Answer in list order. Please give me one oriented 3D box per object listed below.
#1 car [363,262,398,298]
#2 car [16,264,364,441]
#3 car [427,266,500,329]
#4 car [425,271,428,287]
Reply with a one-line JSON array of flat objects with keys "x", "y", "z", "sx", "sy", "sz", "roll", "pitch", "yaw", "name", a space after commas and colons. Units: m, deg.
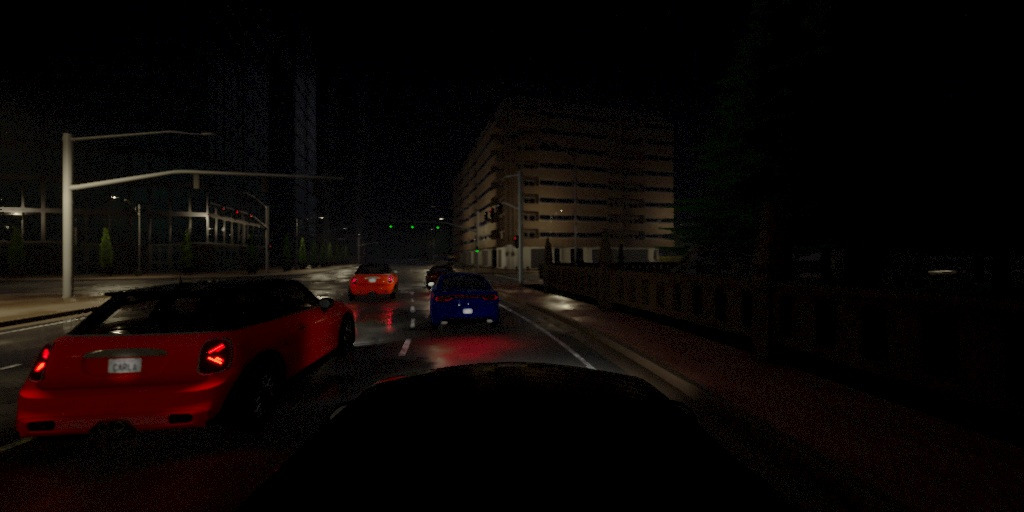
[{"x": -7.080, "y": 1.163, "z": 18.637, "sx": 2.097, "sy": 1.767, "sz": 4.553, "roll": 0, "pitch": 0, "yaw": -17, "name": "car"}, {"x": -4.136, "y": 1.122, "z": 5.686, "sx": 2.097, "sy": 1.767, "sz": 4.553, "roll": 0, "pitch": 0, "yaw": -7, "name": "car"}, {"x": -1.632, "y": 1.257, "z": 11.506, "sx": 1.882, "sy": 1.535, "sz": 5.008, "roll": 0, "pitch": 0, "yaw": -12, "name": "car"}, {"x": -4.623, "y": 1.365, "z": 23.451, "sx": 1.812, "sy": 1.442, "sz": 4.674, "roll": 0, "pitch": -1, "yaw": -16, "name": "car"}]
